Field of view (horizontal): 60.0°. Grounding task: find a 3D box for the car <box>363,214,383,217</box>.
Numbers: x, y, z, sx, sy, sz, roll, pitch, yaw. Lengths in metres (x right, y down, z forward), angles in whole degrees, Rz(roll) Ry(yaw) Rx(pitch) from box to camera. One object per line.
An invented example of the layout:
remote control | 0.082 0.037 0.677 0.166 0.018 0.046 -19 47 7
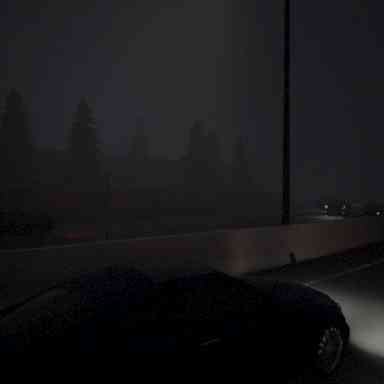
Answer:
car | 16.324 1.688 29.806 2.033 1.411 5.357 0 0 37

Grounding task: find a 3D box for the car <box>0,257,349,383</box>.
car | -0.107 1.529 3.868 4.674 1.442 1.812 0 0 -35
